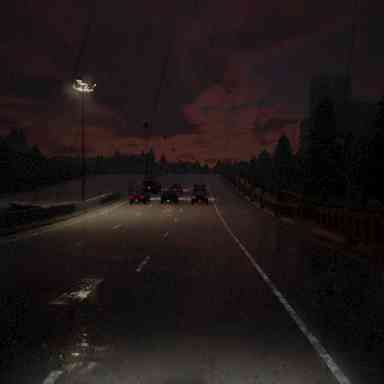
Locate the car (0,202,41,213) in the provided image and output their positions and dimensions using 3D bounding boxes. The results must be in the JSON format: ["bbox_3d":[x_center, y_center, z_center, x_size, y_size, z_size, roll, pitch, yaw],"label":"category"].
[{"bbox_3d":[-13.470,1.452,25.285,1.895,1.301,4.718,0,2,1],"label":"car"}]

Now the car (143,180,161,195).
[{"bbox_3d":[-5.892,-0.793,48.797,2.150,2.045,5.566,0,7,1],"label":"car"}]

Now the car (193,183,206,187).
[{"bbox_3d":[1.105,-0.518,48.621,2.128,1.511,4.902,0,7,1],"label":"car"}]

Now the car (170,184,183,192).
[{"bbox_3d":[-2.373,-0.551,49.608,1.994,1.385,4.181,0,7,1],"label":"car"}]

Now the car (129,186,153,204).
[{"bbox_3d":[-6.088,0.539,38.994,1.812,1.442,4.674,0,5,1],"label":"car"}]

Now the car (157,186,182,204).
[{"bbox_3d":[-2.585,0.485,39.296,1.837,1.490,4.892,0,5,1],"label":"car"}]

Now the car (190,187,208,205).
[{"bbox_3d":[0.887,0.574,38.441,1.812,1.442,4.674,0,5,1],"label":"car"}]
